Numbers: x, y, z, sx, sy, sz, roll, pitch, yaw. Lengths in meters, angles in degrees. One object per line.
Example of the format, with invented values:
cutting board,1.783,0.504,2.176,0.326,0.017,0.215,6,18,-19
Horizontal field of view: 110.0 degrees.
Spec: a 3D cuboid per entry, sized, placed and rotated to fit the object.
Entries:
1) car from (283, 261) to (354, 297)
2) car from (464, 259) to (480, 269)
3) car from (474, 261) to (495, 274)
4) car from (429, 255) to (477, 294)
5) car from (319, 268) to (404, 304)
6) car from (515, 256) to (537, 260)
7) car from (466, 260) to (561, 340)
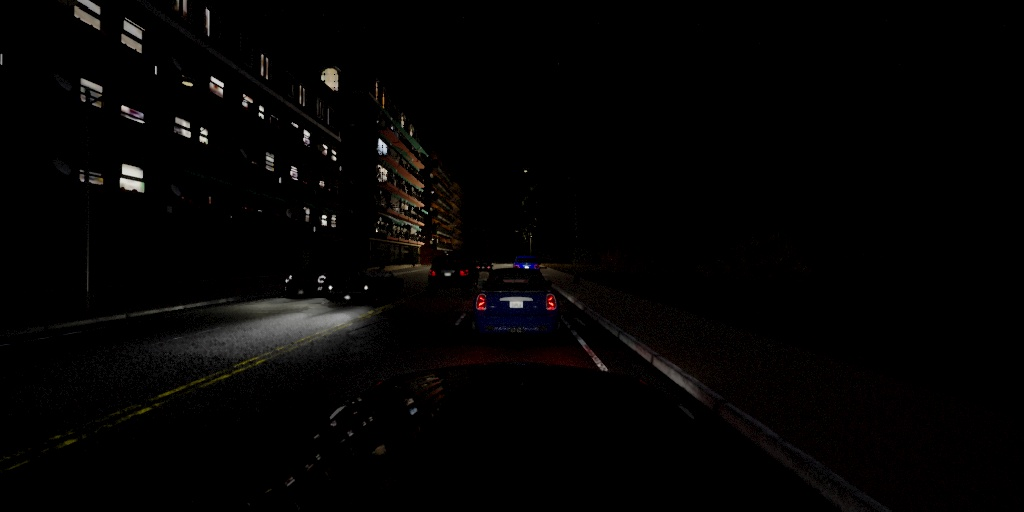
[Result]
car,-9.850,1.105,18.963,2.097,1.767,4.553,0,0,0
car,-6.577,1.299,59.862,2.033,1.411,5.357,0,0,0
car,-3.146,1.301,41.893,2.033,1.411,5.357,0,0,0
car,-3.150,0.976,20.252,2.150,2.045,5.566,0,0,0
car,-6.598,1.353,16.590,1.895,1.301,4.718,0,0,0
car,1.139,0.979,30.091,2.150,2.045,5.566,0,0,0
car,0.099,1.103,10.137,2.097,1.767,4.553,0,0,0
